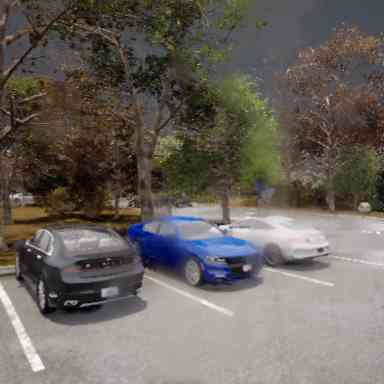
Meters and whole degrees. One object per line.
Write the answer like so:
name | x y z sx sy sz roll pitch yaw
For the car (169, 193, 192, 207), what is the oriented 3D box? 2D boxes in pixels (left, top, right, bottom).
car | -2.052 0.802 40.508 2.097 1.767 4.553 -3 3 -38

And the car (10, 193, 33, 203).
car | -21.848 0.834 44.282 4.674 1.442 1.812 0 0 -31

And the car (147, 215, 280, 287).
car | -0.172 1.477 9.690 2.097 1.535 5.008 0 0 -35

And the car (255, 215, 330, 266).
car | 2.397 1.515 11.511 2.002 1.452 4.674 0 0 -35

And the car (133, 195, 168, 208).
car | -5.146 1.102 39.044 1.837 1.490 4.892 -3 3 -38

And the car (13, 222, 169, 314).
car | -2.831 1.480 7.781 2.231 1.521 4.892 0 0 -35
